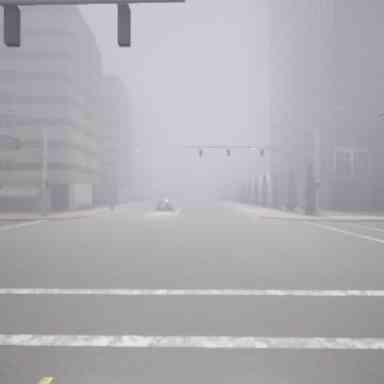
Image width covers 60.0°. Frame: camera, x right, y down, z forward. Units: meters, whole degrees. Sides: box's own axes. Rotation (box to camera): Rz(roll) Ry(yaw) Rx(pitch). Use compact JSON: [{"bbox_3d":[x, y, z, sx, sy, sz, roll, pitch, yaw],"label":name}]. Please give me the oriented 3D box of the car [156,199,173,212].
[{"bbox_3d":[-3.497,1.662,42.590,2.128,1.511,4.902,0,0,0],"label":"car"}]
